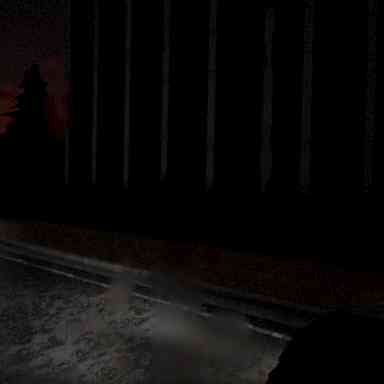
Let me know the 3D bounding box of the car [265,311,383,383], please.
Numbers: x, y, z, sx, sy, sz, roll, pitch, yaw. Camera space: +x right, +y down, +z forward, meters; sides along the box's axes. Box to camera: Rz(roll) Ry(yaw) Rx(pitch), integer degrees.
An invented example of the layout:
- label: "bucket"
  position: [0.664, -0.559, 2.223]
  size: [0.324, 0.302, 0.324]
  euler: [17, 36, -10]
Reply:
- label: "car"
  position: [2.816, 1.635, 1.930]
  size: [4.718, 1.301, 1.895]
  euler: [2, 1, 38]
